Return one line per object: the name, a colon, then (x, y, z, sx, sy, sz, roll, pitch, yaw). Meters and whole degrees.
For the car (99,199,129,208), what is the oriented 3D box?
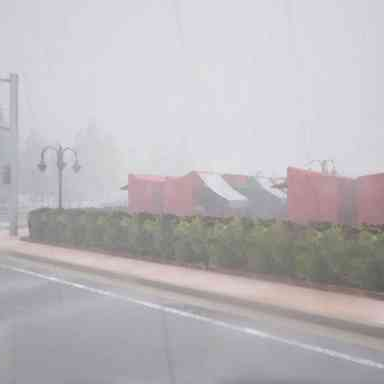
car: (-9.600, 1.585, 43.017, 1.895, 1.301, 4.718, 0, 0, 36)
